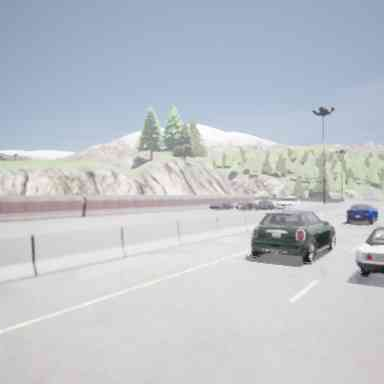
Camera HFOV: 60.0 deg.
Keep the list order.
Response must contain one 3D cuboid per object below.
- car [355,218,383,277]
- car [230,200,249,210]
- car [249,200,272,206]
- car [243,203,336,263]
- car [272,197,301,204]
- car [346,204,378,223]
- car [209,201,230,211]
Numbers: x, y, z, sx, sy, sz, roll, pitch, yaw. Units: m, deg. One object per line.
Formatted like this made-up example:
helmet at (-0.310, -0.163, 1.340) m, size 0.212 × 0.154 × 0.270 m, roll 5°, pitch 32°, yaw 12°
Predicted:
car at (6.246, 1.674, 9.871) m, size 1.895 × 1.301 × 4.718 m, roll -1°, pitch -1°, yaw 35°
car at (8.208, 1.993, 50.299) m, size 2.128 × 1.511 × 4.902 m, roll -1°, pitch -1°, yaw 33°
car at (10.191, 1.955, 46.934) m, size 1.837 × 1.490 × 4.892 m, roll -1°, pitch 0°, yaw 33°
car at (4.015, 1.468, 12.794) m, size 2.097 × 1.767 × 4.553 m, roll -1°, pitch -1°, yaw 35°
car at (13.149, 1.636, 45.042) m, size 2.150 × 2.045 × 5.566 m, roll -1°, pitch -1°, yaw 33°
car at (13.869, 1.693, 27.050) m, size 1.882 × 1.535 × 5.008 m, roll -1°, pitch -1°, yaw 35°
car at (4.611, 2.077, 51.113) m, size 2.033 × 1.411 × 5.357 m, roll -1°, pitch -1°, yaw 33°
